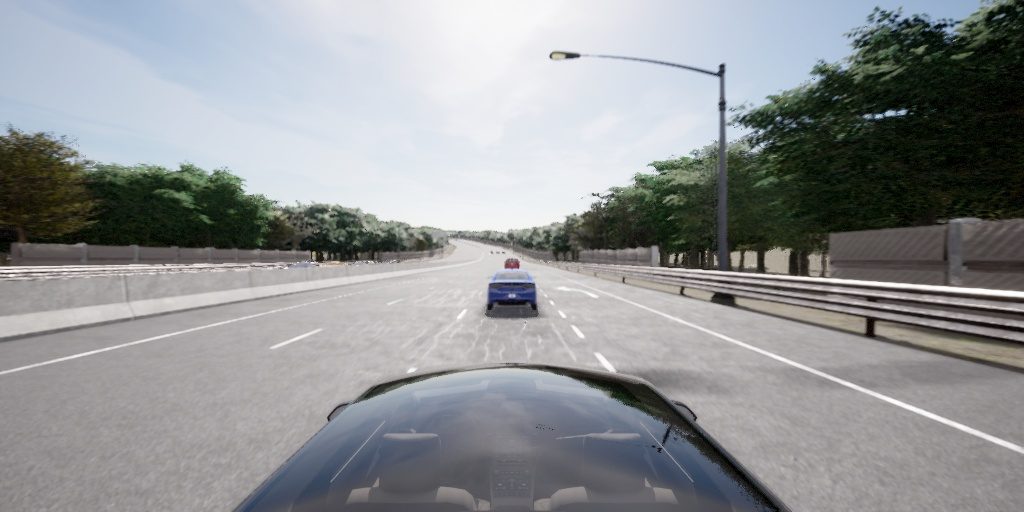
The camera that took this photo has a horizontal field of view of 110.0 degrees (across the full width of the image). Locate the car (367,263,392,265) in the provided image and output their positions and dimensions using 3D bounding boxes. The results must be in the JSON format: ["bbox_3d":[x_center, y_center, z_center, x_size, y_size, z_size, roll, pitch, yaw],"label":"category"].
[{"bbox_3d":[-17.528,1.606,49.425,2.033,1.411,5.357,0,0,1],"label":"car"}]

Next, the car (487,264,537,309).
[{"bbox_3d":[0.005,1.278,15.224,1.882,1.535,5.008,0,0,0],"label":"car"}]

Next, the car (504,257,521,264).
[{"bbox_3d":[0.017,1.289,50.981,2.150,2.045,5.566,0,0,0],"label":"car"}]

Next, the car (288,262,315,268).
[{"bbox_3d":[-28.036,1.578,47.971,1.812,1.442,4.674,0,0,1],"label":"car"}]

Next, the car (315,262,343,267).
[{"bbox_3d":[-24.525,1.537,49.536,1.882,1.535,5.008,0,0,1],"label":"car"}]

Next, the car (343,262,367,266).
[{"bbox_3d":[-21.026,1.586,49.678,1.812,1.442,4.674,0,0,1],"label":"car"}]
